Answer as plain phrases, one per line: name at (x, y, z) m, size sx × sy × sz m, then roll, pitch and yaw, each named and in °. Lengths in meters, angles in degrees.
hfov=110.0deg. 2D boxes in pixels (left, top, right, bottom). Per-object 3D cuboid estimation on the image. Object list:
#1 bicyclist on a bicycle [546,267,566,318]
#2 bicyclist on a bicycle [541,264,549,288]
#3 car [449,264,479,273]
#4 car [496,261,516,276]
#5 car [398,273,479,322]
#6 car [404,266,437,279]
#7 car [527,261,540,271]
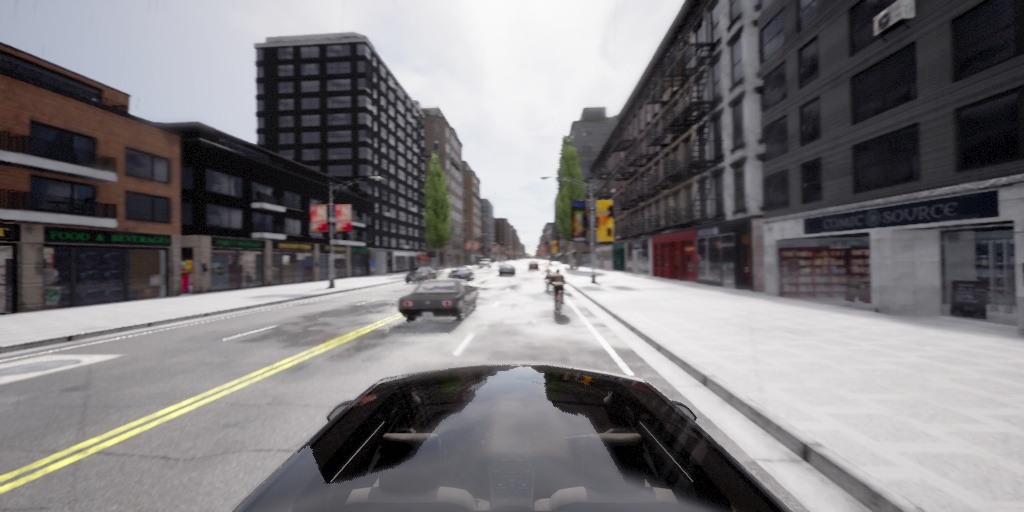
bicyclist on a bicycle at (1.615, 1.258, 12.384) m, size 0.582 × 1.620 × 1.656 m, roll -1°, pitch -1°, yaw 3°
bicyclist on a bicycle at (2.208, 1.306, 22.026) m, size 0.866 × 1.612 × 1.509 m, roll -1°, pitch 0°, yaw 3°
car at (-4.656, 1.648, 33.115) m, size 1.994 × 1.385 × 4.181 m, roll -1°, pitch 0°, yaw 3°
car at (-0.570, 1.653, 43.874) m, size 1.994 × 1.385 × 4.181 m, roll -1°, pitch 0°, yaw 3°
car at (-2.394, 1.486, 13.014) m, size 1.895 × 1.301 × 4.718 m, roll -1°, pitch 0°, yaw 3°
car at (-7.979, 1.663, 31.977) m, size 1.812 × 1.442 × 4.674 m, roll -1°, pitch 0°, yaw 3°
car at (3.544, 1.602, 58.923) m, size 1.882 × 1.535 × 5.008 m, roll -1°, pitch 0°, yaw 4°
